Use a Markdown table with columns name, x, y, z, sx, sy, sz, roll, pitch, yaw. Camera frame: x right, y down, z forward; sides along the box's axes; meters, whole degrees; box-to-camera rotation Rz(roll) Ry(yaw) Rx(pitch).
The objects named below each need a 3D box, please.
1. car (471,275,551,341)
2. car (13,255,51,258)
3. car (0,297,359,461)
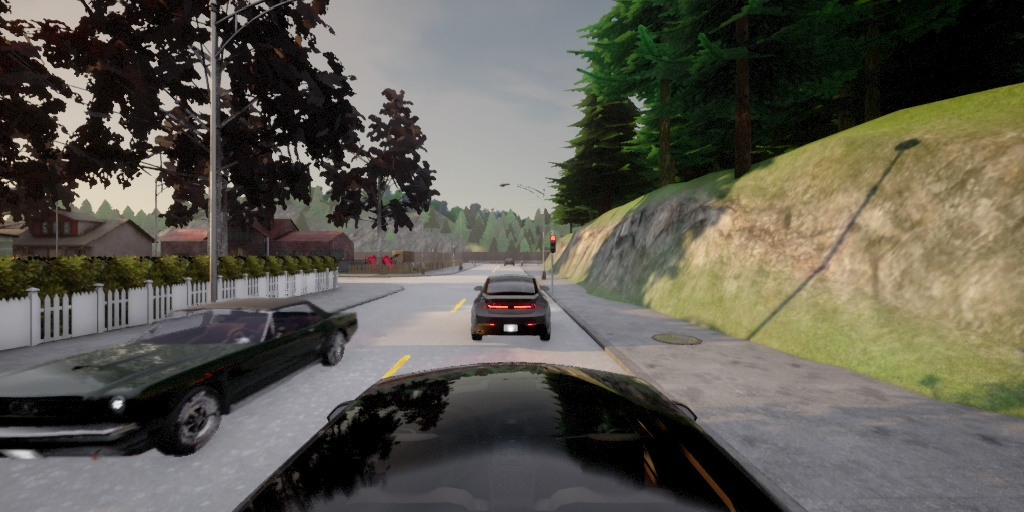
| name | x | y | z | sx | sy | sz | roll | pitch | yaw |
| --- | --- | --- | --- | --- | --- | --- | --- | --- | --- |
| car | -0.016 | 1.256 | 9.912 | 1.837 | 1.490 | 4.892 | 0 | 0 | 0 |
| car | -37.388 | 0.975 | 27.886 | 5.566 | 2.045 | 2.150 | 0 | 0 | 0 |
| car | -4.102 | 1.351 | 5.208 | 1.895 | 1.301 | 4.718 | 0 | 0 | 0 |
